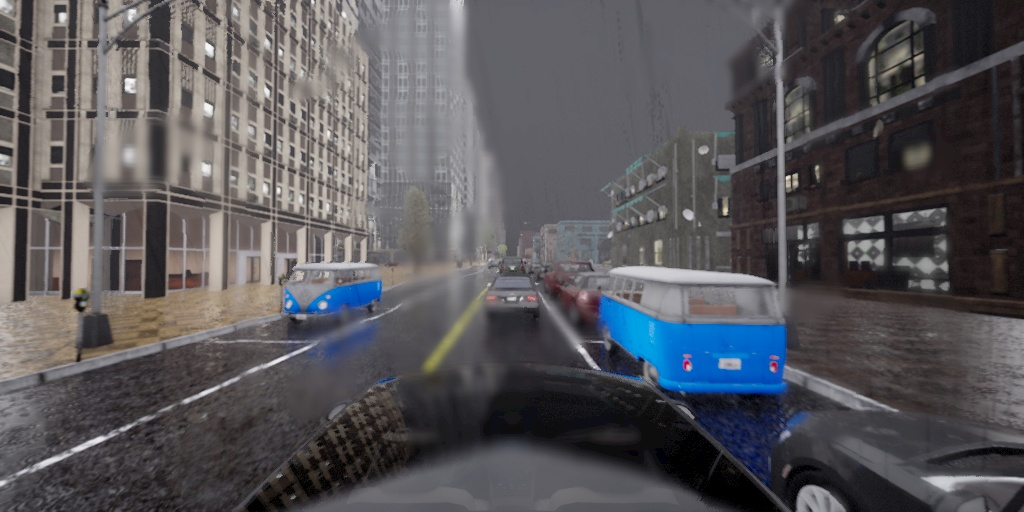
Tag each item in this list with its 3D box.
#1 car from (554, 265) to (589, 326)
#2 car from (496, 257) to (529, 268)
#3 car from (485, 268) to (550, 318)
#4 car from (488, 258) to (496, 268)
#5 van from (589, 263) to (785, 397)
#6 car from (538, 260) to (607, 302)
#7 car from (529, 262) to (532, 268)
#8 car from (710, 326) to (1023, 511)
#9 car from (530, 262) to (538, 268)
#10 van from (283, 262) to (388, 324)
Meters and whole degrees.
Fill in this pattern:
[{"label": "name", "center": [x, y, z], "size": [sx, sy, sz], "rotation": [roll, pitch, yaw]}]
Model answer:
[{"label": "car", "center": [2.692, 1.223, 11.774], "size": [1.967, 1.591, 4.097], "rotation": [0, 0, 0]}, {"label": "car", "center": [0.065, 1.067, 30.810], "size": [2.150, 2.045, 5.566], "rotation": [0, 0, 0]}, {"label": "car", "center": [0.043, 1.336, 13.077], "size": [2.033, 1.411, 5.357], "rotation": [0, 0, 0]}, {"label": "car", "center": [-3.022, 1.436, 60.801], "size": [1.837, 1.490, 4.892], "rotation": [0, -1, 1]}, {"label": "van", "center": [2.692, 1.106, 6.297], "size": [1.690, 1.789, 3.998], "rotation": [0, 0, 0]}, {"label": "car", "center": [2.692, 1.116, 17.253], "size": [2.192, 1.841, 5.009], "rotation": [0, 0, 0]}, {"label": "car", "center": [2.692, 1.433, 39.163], "size": [1.948, 1.339, 4.313], "rotation": [0, 0, 0]}, {"label": "car", "center": [2.692, 1.297, 0.819], "size": [2.007, 1.370, 4.403], "rotation": [0, 0, 0]}, {"label": "car", "center": [2.692, 1.401, 28.207], "size": [1.948, 1.339, 4.313], "rotation": [0, 0, 0]}, {"label": "van", "center": [-5.689, 1.124, 11.771], "size": [1.690, 1.789, 3.998], "rotation": [0, 0, 0]}]
